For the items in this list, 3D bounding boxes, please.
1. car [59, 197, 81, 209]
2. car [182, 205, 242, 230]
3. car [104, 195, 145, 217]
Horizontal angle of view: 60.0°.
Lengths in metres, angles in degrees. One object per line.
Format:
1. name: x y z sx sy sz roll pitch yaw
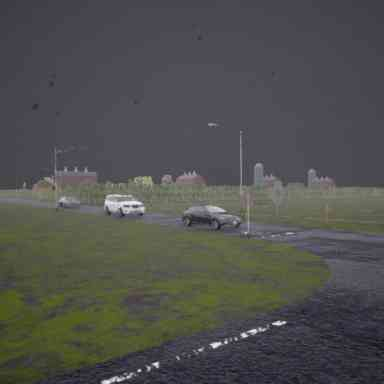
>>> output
1. car: -17.443 1.439 47.457 2.097 1.767 4.553 -1 0 -35
2. car: 1.143 1.563 21.654 1.812 1.442 4.674 -1 0 -37
3. car: -6.629 1.279 32.148 2.150 2.045 5.566 -1 0 -36
